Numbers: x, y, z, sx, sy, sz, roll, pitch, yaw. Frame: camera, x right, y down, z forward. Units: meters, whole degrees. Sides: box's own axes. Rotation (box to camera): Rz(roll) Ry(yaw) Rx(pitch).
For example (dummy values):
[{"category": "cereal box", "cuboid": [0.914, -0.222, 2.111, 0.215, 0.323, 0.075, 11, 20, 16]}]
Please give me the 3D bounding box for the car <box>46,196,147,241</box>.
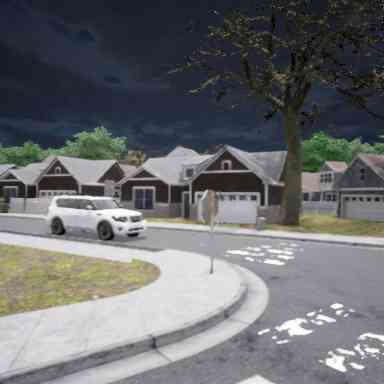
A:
[{"category": "car", "cuboid": [-4.925, 1.221, 16.843, 5.566, 2.045, 2.150, 1, -1, 30]}]
